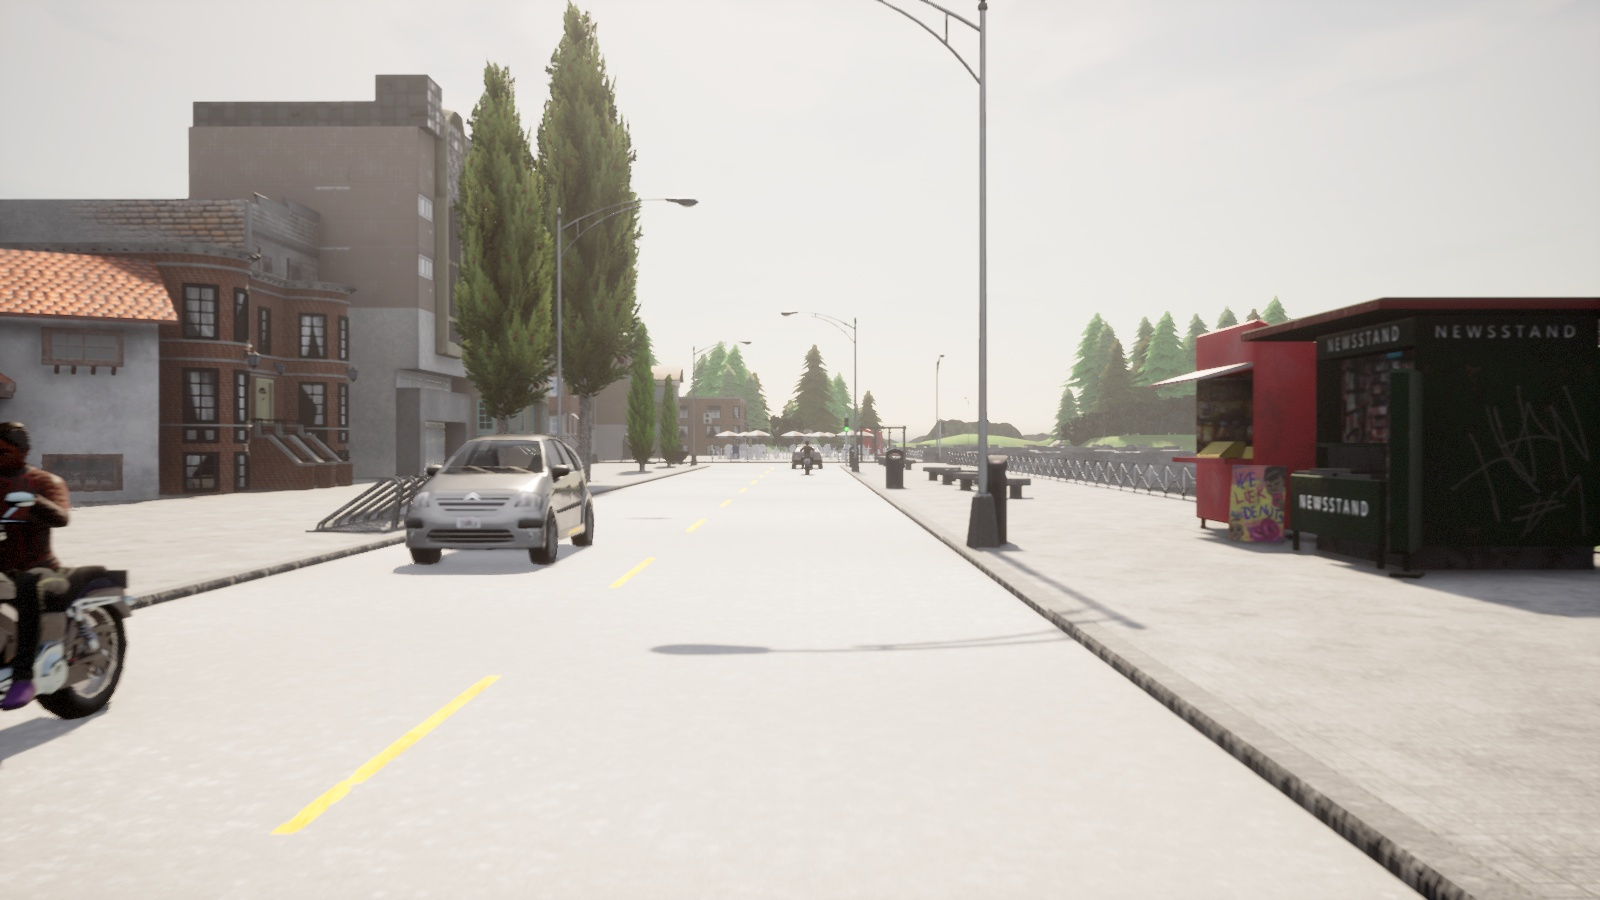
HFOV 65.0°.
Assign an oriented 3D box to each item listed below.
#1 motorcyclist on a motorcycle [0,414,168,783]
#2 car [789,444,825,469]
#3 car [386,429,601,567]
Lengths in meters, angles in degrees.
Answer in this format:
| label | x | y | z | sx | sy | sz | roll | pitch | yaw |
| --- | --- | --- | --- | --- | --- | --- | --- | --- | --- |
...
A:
| label | x | y | z | sx | sy | sz | roll | pitch | yaw |
| --- | --- | --- | --- | --- | --- | --- | --- | --- | --- |
| motorcyclist on a motorcycle | -3.951 | 0.660 | 5.896 | 0.766 | 1.649 | 2.350 | 0 | 0 | 0 |
| car | 0.426 | 0.376 | 74.181 | 2.033 | 1.411 | 5.357 | 0 | 0 | 0 |
| car | -3.892 | 0.548 | 16.641 | 1.851 | 1.617 | 3.988 | 0 | 0 | 0 |
